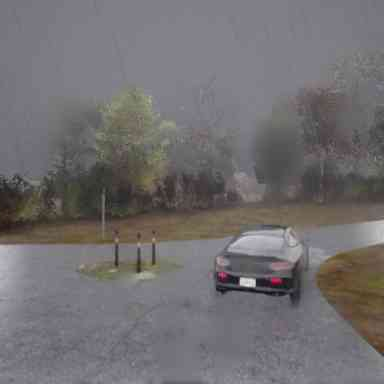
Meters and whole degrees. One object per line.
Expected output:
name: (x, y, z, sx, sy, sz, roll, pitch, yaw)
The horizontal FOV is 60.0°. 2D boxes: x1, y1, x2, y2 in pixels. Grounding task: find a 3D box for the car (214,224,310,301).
car: (1.920, 1.550, 8.457, 1.812, 1.442, 4.674, 0, 0, 22)
